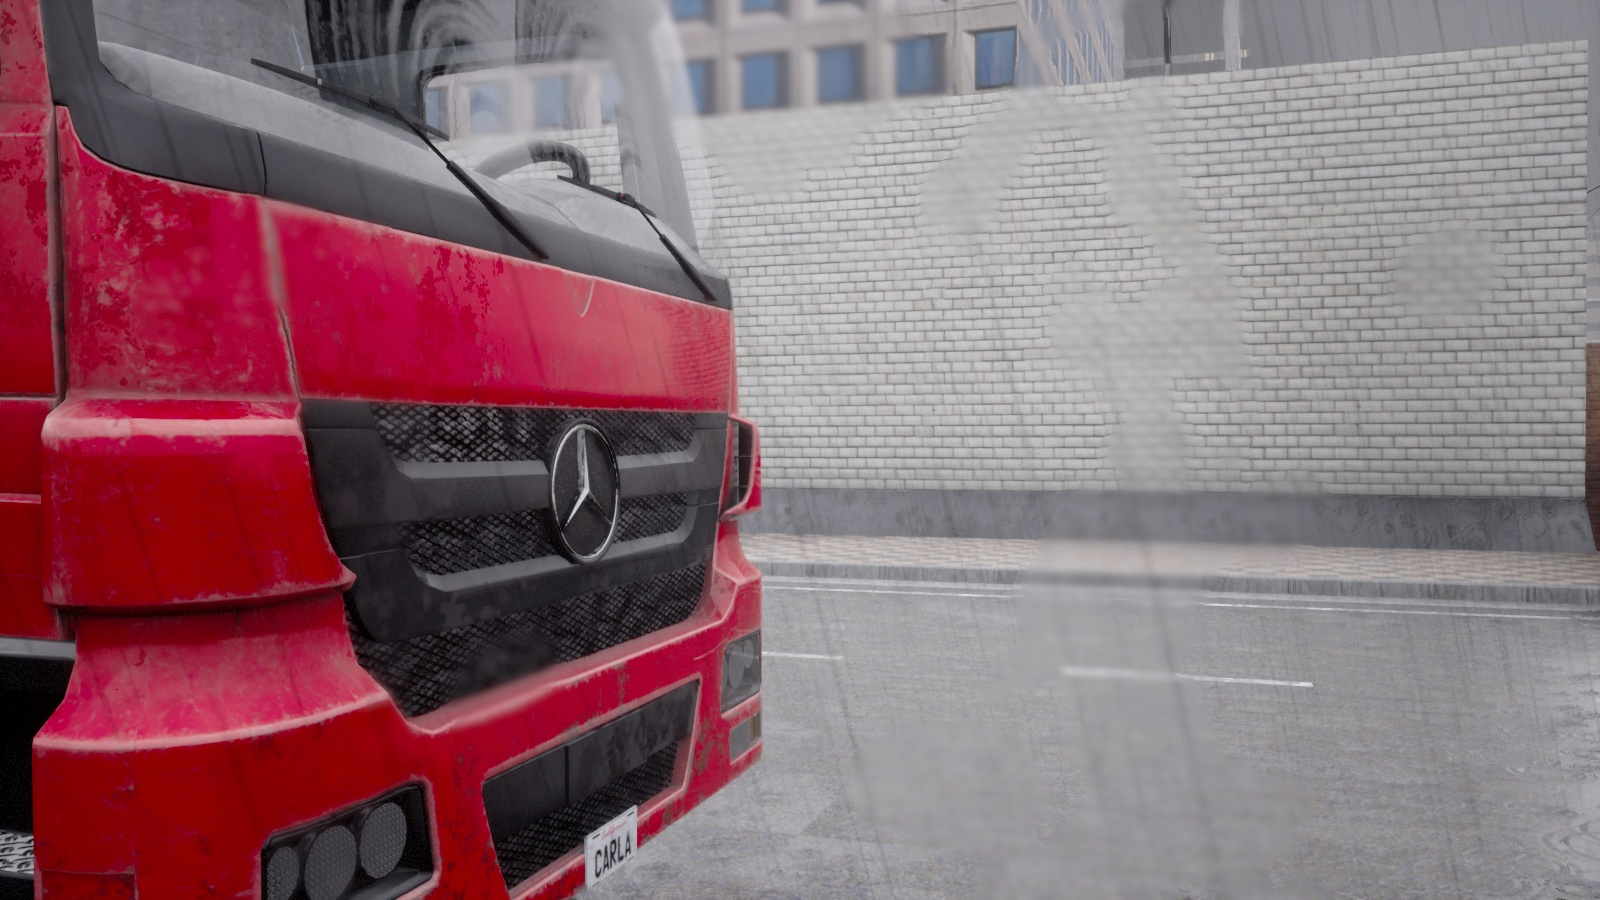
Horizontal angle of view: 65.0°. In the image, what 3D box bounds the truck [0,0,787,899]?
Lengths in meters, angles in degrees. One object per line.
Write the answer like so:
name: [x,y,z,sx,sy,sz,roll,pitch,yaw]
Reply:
truck: [-4.275,-0.245,4.614,7.936,3.462,2.891,1,1,19]
